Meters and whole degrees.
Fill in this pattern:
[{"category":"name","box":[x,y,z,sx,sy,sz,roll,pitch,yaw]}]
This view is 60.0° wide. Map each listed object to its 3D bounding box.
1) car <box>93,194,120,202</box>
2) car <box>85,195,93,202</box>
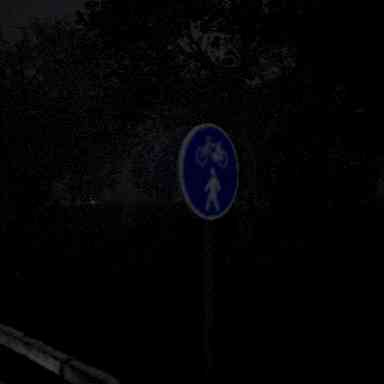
[{"category":"car","box":[-15.885,1.149,63.696,1.812,1.442,4.674,0,1,37]},{"category":"car","box":[-18.762,1.106,65.622,1.837,1.490,4.892,1,1,36]}]
